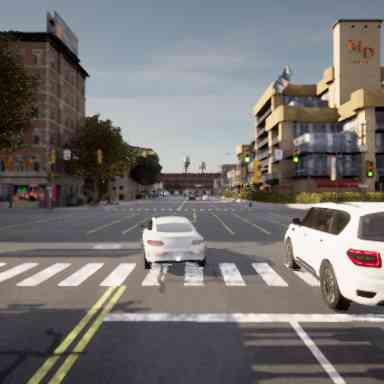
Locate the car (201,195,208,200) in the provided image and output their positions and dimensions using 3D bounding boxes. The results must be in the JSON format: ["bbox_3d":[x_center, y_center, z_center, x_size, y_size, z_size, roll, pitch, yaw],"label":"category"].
[{"bbox_3d":[3.531,1.530,94.850,2.033,1.411,5.357,0,0,0],"label":"car"}]

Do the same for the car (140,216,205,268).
[{"bbox_3d":[-0.757,1.538,11.265,1.812,1.442,4.674,0,0,-10],"label":"car"}]

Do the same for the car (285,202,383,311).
[{"bbox_3d":[3.775,1.233,7.853,2.150,2.045,5.566,0,0,4],"label":"car"}]

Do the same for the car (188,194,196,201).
[{"bbox_3d":[0.028,1.598,86.049,1.837,1.490,4.892,0,0,0],"label":"car"}]

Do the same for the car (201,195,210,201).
[{"bbox_3d":[3.528,1.612,85.290,1.812,1.442,4.674,0,0,0],"label":"car"}]
